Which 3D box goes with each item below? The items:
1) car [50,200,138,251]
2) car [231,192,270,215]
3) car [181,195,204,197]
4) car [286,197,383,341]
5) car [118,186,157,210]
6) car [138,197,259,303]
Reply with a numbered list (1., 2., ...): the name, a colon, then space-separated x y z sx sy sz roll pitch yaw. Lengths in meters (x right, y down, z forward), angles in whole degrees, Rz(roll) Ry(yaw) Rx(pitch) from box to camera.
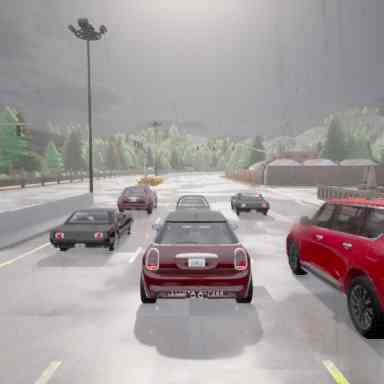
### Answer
1. car: -3.442 1.239 12.411 1.895 1.301 4.718 0 3 0
2. car: 3.554 0.648 21.206 1.895 1.301 4.718 0 4 1
3. car: 0.036 0.857 17.395 2.033 1.411 5.357 0 4 0
4. car: 3.582 1.100 6.517 2.150 2.045 5.566 0 1 0
5. car: -3.486 0.350 21.853 2.097 1.767 4.553 0 4 0
6. car: 0.078 1.191 8.013 2.097 1.767 4.553 0 2 0
